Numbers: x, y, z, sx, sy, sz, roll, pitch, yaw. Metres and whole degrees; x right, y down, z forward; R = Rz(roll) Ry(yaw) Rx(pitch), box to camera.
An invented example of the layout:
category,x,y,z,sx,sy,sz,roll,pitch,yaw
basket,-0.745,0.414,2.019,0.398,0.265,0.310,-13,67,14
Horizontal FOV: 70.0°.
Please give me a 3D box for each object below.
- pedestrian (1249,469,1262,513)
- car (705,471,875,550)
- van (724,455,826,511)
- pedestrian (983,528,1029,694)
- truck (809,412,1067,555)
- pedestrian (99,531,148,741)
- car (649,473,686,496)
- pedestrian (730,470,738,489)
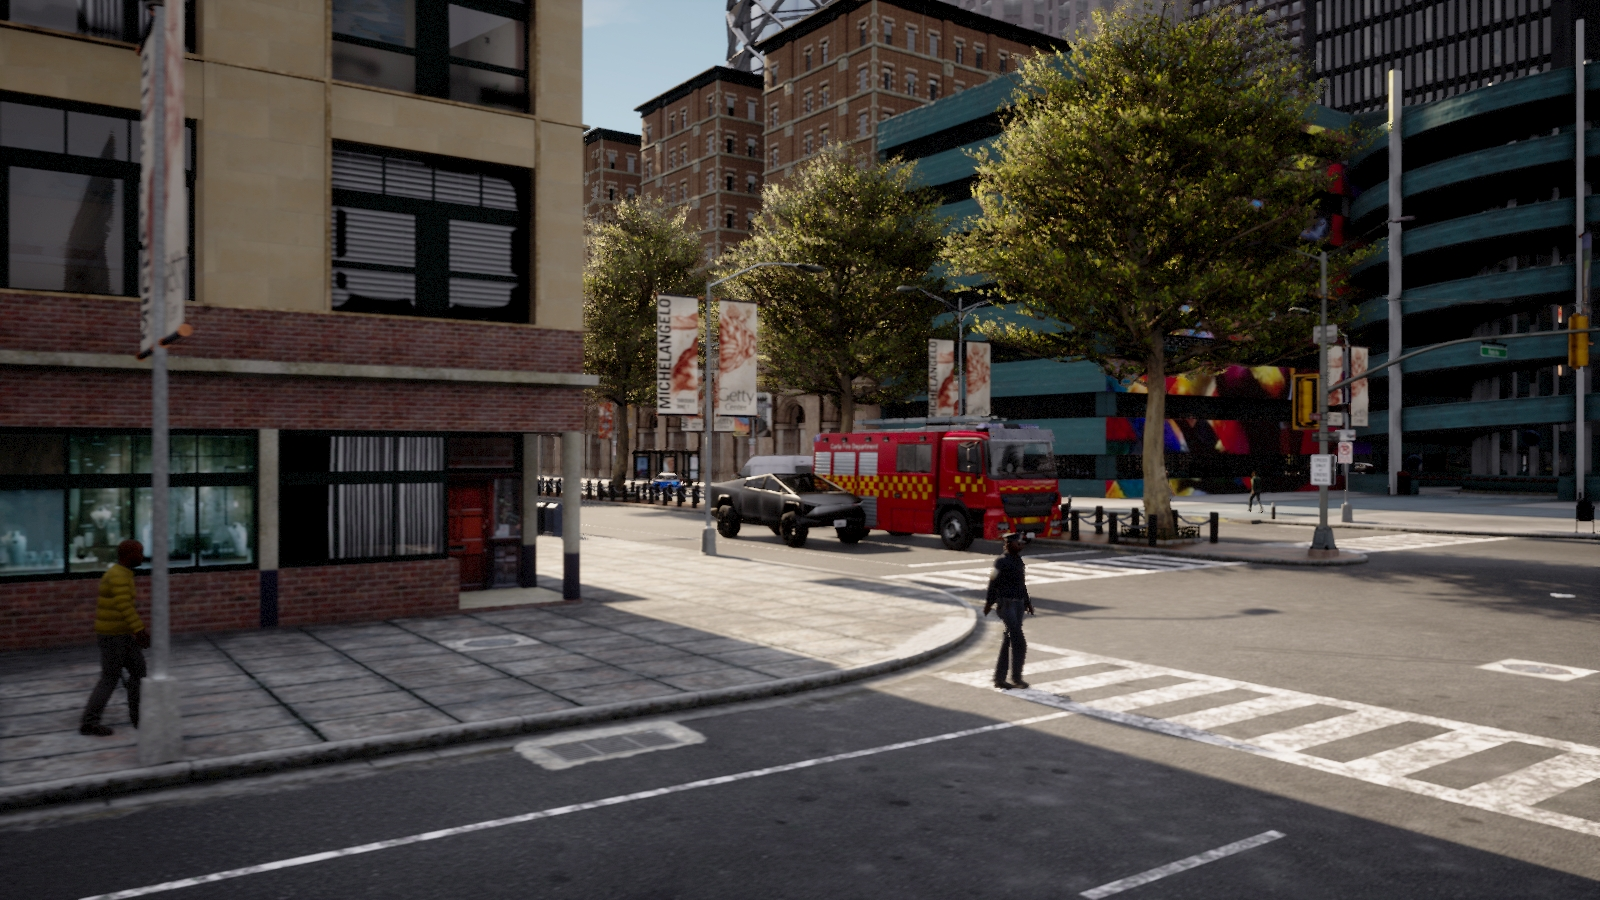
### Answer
category,x,y,z,sx,sy,sz,roll,pitch,yaw
pedestrian,19.245,1.729,48.257,0.375,1.860,0.375,0,0,-16
car,-0.463,1.769,35.547,2.390,2.098,6.274,0,0,-31
van,-1.332,1.558,56.440,1.988,2.561,5.915,0,0,-36
pedestrian,2.398,1.857,13.308,0.375,1.860,0.375,0,0,-41
truck,3.924,0.909,34.975,2.891,3.827,8.468,0,0,-35
pedestrian,-6.255,1.698,10.574,0.375,1.860,0.375,0,0,-29
car,-8.419,2.146,72.423,1.481,1.376,2.207,0,0,-35
pedestrian,-4.519,2.007,78.187,0.375,1.300,0.375,0,0,-32
